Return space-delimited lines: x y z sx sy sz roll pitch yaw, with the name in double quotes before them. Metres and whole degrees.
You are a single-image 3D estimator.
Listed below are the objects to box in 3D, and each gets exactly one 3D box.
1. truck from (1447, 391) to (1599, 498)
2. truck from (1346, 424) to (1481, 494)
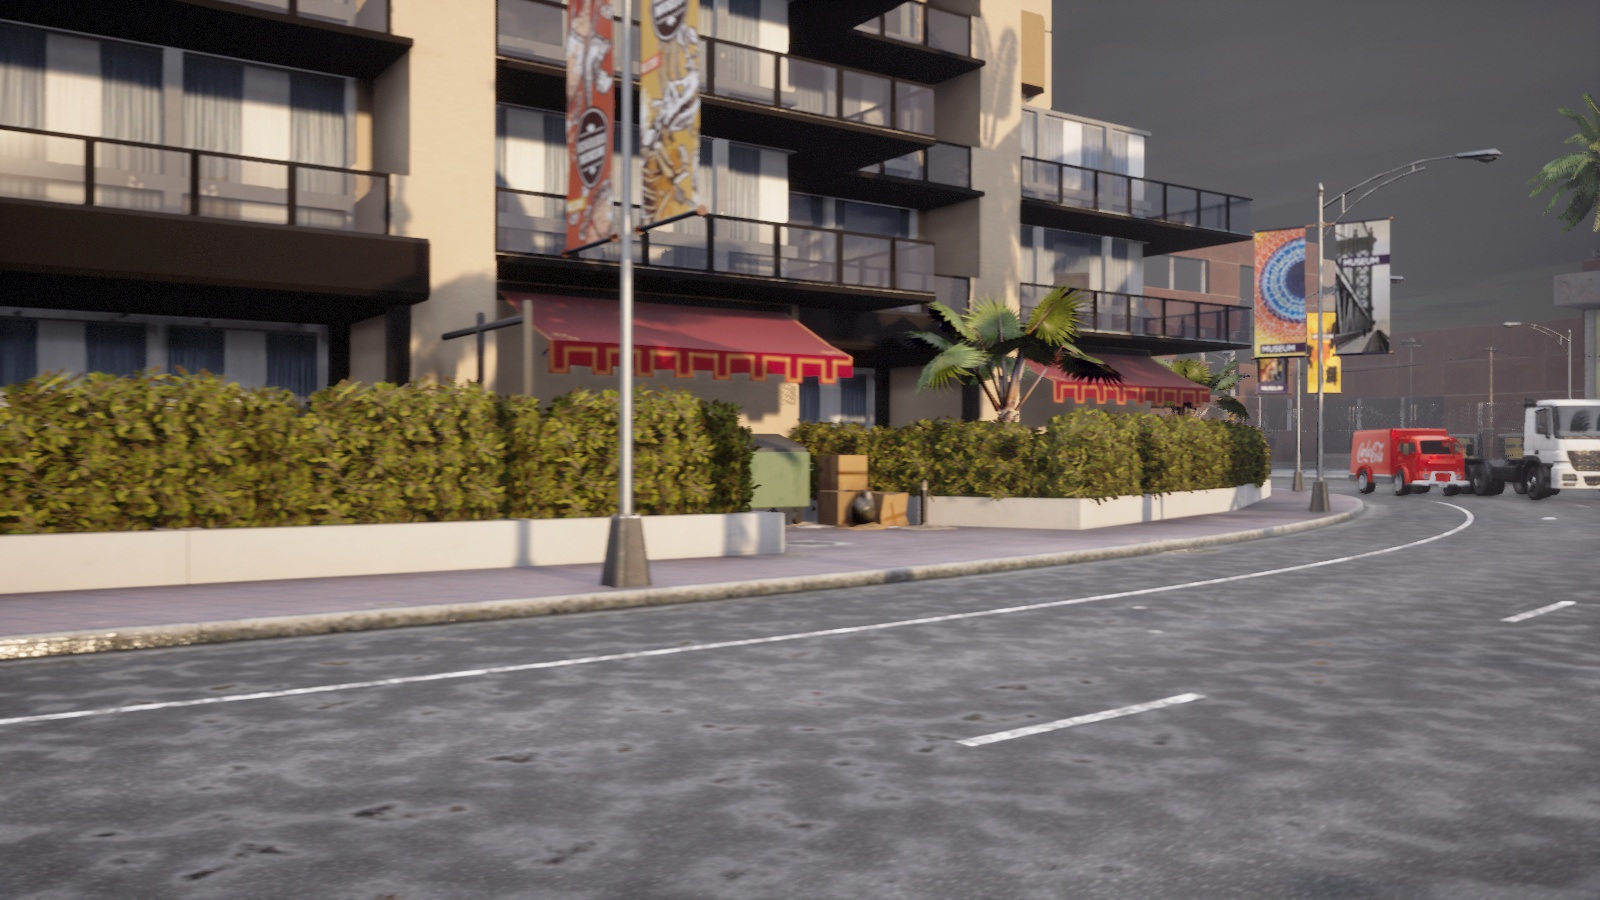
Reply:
"truck" 26.279 -0.177 44.631 2.891 3.462 7.936 0 0 4
"truck" 22.955 0.332 47.280 2.627 2.467 5.204 0 0 1
